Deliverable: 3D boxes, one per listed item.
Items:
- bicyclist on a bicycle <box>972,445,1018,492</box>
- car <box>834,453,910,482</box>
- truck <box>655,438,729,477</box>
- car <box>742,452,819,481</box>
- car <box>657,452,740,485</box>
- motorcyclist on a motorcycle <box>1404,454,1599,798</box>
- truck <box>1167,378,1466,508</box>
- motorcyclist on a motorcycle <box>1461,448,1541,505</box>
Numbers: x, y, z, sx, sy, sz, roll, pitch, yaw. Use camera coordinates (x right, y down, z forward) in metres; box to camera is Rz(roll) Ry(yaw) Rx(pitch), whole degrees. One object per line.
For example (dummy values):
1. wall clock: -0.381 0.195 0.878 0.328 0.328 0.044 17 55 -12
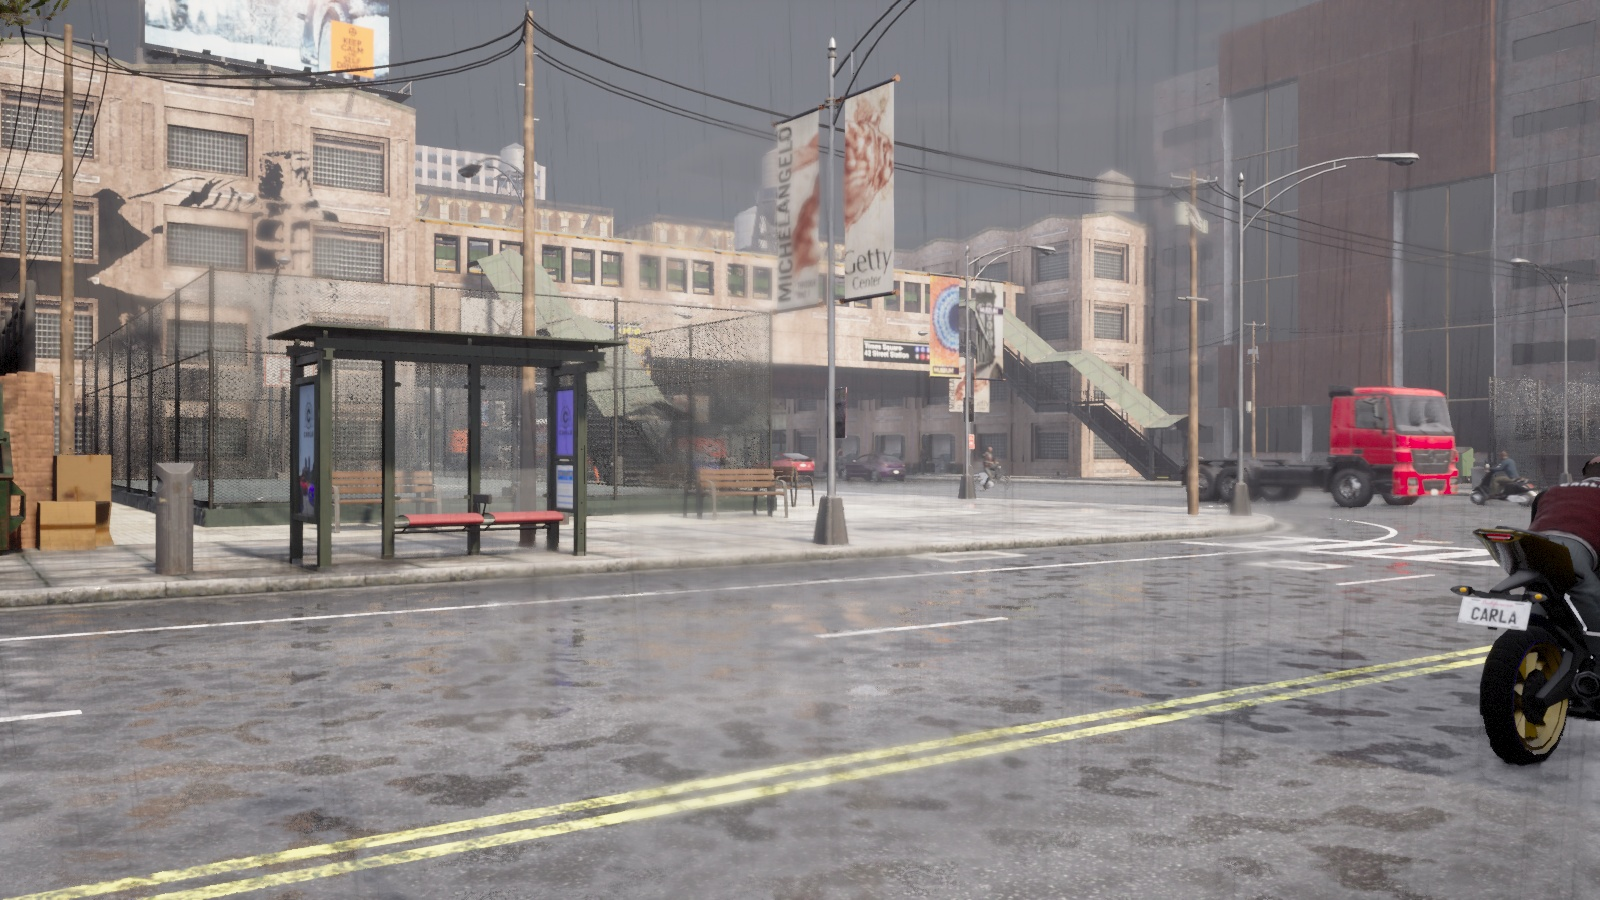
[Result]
1. bicyclist on a bicycle: 7.493 0.718 48.420 0.659 1.776 1.843 0 0 -34
2. car: 3.742 0.913 66.297 1.816 1.474 4.193 0 0 -34
3. truck: -7.102 0.475 82.357 2.627 2.467 5.204 0 0 -34
4. car: -1.083 0.858 67.173 2.007 1.525 4.514 0 0 -34
5. car: -4.931 0.850 60.381 2.007 1.525 4.514 0 0 -34
6. motorcyclist on a motorcycle: 4.185 0.787 6.582 2.191 1.530 0.866 0 0 -35
7. truck: 15.061 -0.178 37.363 2.891 3.462 7.936 0 0 -34
8. motorcyclist on a motorcycle: 20.151 0.744 36.138 0.866 1.590 1.817 0 0 -35
